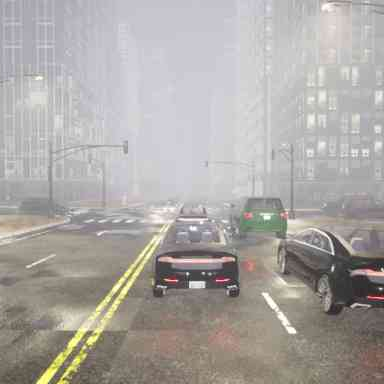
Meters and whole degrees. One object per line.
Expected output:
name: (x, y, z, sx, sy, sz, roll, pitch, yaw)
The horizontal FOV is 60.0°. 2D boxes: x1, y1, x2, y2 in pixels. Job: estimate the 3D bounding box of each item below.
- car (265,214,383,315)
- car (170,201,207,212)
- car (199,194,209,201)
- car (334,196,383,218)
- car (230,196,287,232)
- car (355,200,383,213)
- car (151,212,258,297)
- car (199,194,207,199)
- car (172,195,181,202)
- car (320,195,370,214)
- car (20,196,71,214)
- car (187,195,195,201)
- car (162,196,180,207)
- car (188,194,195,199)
car: (3.327, 1.488, 7.518, 2.128, 1.511, 4.902, 0, 0, 0)
car: (0.051, 1.482, 17.712, 2.128, 1.511, 4.902, 0, 0, 0)
car: (3.031, 1.510, 81.331, 1.895, 1.301, 4.718, 0, 0, 0)
car: (16.119, 1.518, 30.131, 5.009, 1.841, 2.192, 1, 0, 1)
car: (3.302, 1.212, 17.360, 2.150, 2.045, 5.566, 0, 0, 0)
car: (21.705, 1.641, 38.433, 4.829, 1.417, 1.752, 1, 0, 1)
car: (0.077, 1.487, 8.527, 2.128, 1.511, 4.902, 0, 0, 0)
car: (3.004, 1.291, 91.303, 1.994, 1.385, 4.181, 0, 0, 0)
car: (-3.454, 1.484, 75.109, 1.994, 1.385, 4.181, 0, 0, 0)
car: (16.853, 1.337, 35.901, 5.566, 2.045, 2.150, 1, 1, 1)
car: (-14.524, 1.239, 33.120, 4.553, 1.767, 2.097, 1, 1, 1)
car: (-0.218, 1.454, 80.878, 2.033, 1.411, 5.357, 0, 0, 0)
car: (-3.481, 1.453, 51.405, 2.128, 1.511, 4.902, 0, 0, 0)
car: (-0.247, 1.333, 91.325, 1.895, 1.301, 4.718, 0, 0, 0)
